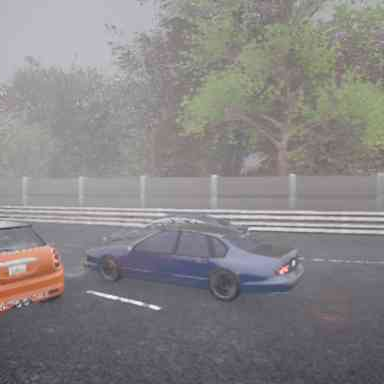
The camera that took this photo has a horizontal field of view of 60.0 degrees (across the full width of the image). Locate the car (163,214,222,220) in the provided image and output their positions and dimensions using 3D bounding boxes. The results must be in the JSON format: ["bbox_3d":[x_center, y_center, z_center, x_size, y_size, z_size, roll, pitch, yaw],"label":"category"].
[{"bbox_3d":[-0.546,1.458,10.537,4.902,1.511,2.128,0,0,18],"label":"car"}]

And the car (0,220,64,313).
[{"bbox_3d":[-4.767,1.341,6.762,4.553,1.767,2.097,0,0,31],"label":"car"}]

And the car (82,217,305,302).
[{"bbox_3d":[-0.129,1.521,8.067,5.357,1.411,2.033,0,0,28],"label":"car"}]
